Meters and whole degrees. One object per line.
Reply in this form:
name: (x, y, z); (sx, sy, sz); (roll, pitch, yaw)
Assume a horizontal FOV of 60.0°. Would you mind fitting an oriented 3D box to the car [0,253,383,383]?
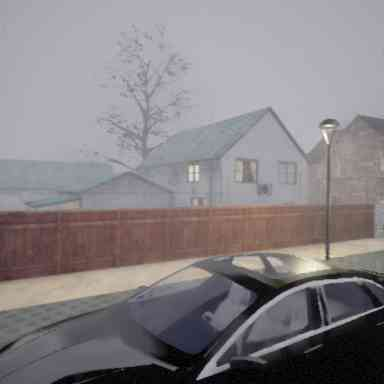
car: (0.528, 1.468, 3.358); (4.902, 1.511, 2.128); (0, 0, -31)
